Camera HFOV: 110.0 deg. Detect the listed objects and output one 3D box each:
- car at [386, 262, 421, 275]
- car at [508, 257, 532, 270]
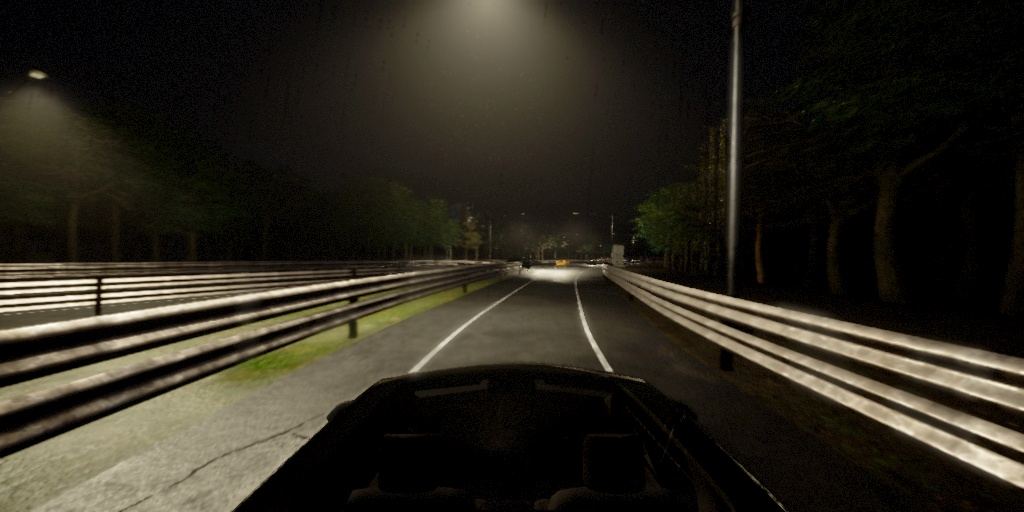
[{"bbox_3d":[-9.593,1.324,33.589,2.128,1.511,4.902,1,0,25],"label":"car"},{"bbox_3d":[1.264,1.189,57.266,2.150,2.045,5.566,0,-1,25],"label":"car"}]
